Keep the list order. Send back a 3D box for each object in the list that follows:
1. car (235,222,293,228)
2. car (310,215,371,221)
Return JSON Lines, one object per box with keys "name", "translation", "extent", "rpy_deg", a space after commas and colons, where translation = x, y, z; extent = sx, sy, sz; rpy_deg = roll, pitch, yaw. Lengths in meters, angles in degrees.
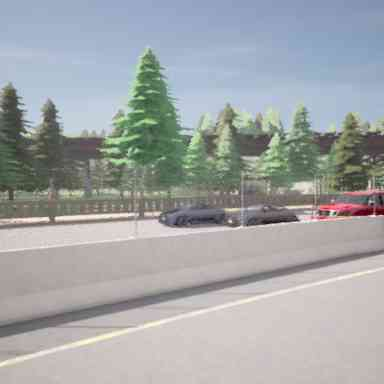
{"name": "car", "translation": [3.763, 1.324, 18.151], "extent": [4.181, 1.385, 1.994], "rpy_deg": [-1, 1, -27]}
{"name": "car", "translation": [8.551, 0.951, 16.691], "extent": [5.566, 2.045, 2.150], "rpy_deg": [-1, 1, -25]}
